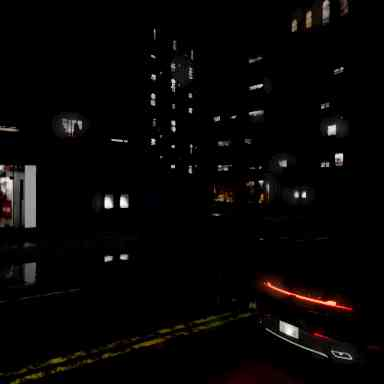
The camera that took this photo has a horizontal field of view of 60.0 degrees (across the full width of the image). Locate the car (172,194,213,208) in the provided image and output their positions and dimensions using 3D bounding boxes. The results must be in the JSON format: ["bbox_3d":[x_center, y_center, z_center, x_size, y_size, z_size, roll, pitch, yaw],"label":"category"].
[{"bbox_3d":[0.041,1.041,39.219,4.403,1.369,2.008,1,0,37],"label":"car"}]

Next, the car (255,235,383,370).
[{"bbox_3d":[3.230,1.507,5.617,4.892,1.490,1.837,0,0,-35],"label":"car"}]

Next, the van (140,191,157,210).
[{"bbox_3d":[-5.021,0.817,32.546,3.998,1.788,1.690,1,0,37],"label":"van"}]

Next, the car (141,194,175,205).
[{"bbox_3d":[-4.373,0.961,42.543,4.206,1.307,1.802,1,0,37],"label":"car"}]

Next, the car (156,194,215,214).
[{"bbox_3d":[-0.614,1.138,29.221,4.403,1.369,2.008,1,0,37],"label":"car"}]

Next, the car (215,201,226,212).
[{"bbox_3d":[0.846,1.066,31.346,5.008,1.535,1.882,1,1,37],"label":"car"}]
